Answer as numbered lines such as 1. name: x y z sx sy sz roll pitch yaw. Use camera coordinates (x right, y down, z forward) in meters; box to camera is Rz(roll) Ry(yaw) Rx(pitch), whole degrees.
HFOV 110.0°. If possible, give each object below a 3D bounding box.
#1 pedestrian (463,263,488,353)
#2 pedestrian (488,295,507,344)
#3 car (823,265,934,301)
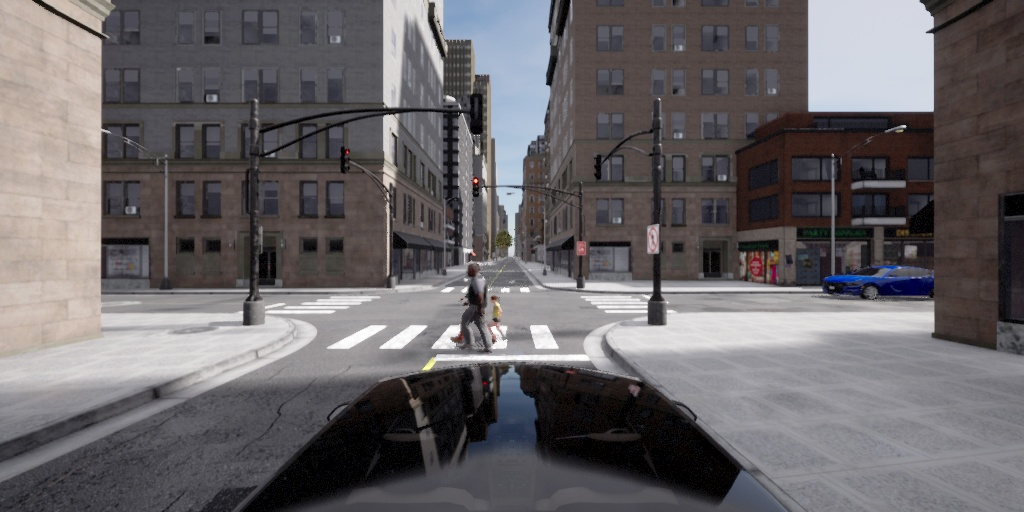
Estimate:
1. pedestrian: -0.728 1.041 7.234 0.375 1.860 0.375 0 0 0
2. pedestrian: -0.364 1.421 8.472 0.500 1.100 0.500 0 0 0
3. car: 17.358 1.197 16.653 5.008 1.535 1.882 0 0 0
